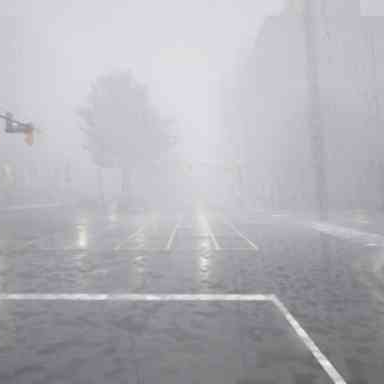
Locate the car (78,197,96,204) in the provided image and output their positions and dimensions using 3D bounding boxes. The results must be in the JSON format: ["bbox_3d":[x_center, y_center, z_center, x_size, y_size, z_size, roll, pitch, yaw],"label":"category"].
[{"bbox_3d":[-18.391,1.475,58.137,1.895,1.301,4.718,0,0,0],"label":"car"}]

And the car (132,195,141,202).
[{"bbox_3d":[-11.671,1.333,70.079,1.882,1.535,5.008,0,0,0],"label":"car"}]

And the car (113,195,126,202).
[{"bbox_3d":[-15.171,1.408,70.071,1.994,1.385,4.181,0,0,0],"label":"car"}]
